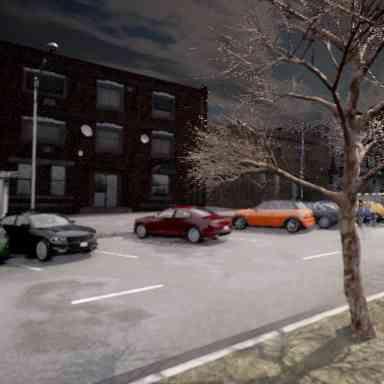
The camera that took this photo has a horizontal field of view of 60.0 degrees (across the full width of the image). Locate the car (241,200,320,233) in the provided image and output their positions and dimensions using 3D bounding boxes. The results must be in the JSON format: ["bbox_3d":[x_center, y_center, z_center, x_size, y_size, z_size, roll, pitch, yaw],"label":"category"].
[{"bbox_3d":[4.472,1.251,18.905,4.553,1.767,2.185,-1,0,36],"label":"car"}]

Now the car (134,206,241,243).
[{"bbox_3d":[-0.554,1.413,15.544,5.008,1.535,2.097,-1,0,35],"label":"car"}]

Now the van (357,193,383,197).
[{"bbox_3d":[14.656,1.074,25.453,4.442,1.987,1.878,-1,-1,37],"label":"van"}]

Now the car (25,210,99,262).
[{"bbox_3d":[-5.529,1.450,12.123,5.008,1.535,2.097,-1,-1,35],"label":"car"}]

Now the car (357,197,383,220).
[{"bbox_3d":[11.879,1.320,23.993,5.366,1.575,1.946,-1,0,37],"label":"car"}]

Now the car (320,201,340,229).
[{"bbox_3d":[6.985,1.359,20.581,4.892,1.521,2.231,-1,0,37],"label":"car"}]

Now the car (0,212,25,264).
[{"bbox_3d":[-7.974,1.217,10.368,5.566,2.045,2.435,-1,-1,34],"label":"car"}]

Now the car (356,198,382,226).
[{"bbox_3d":[9.499,1.339,22.254,5.008,1.535,2.097,-1,-1,37],"label":"car"}]
